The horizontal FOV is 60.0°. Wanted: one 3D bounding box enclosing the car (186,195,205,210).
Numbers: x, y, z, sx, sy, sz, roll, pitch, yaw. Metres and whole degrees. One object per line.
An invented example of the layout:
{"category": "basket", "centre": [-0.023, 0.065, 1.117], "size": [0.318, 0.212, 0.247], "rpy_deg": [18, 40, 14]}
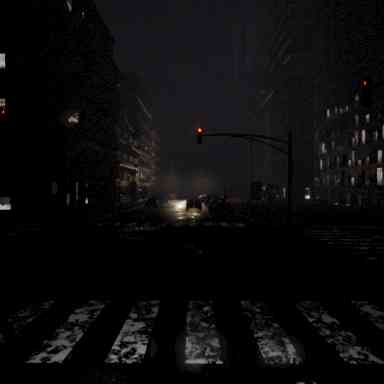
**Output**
{"category": "car", "centre": [0.232, 1.452, 42.096], "size": [2.128, 1.511, 4.902], "rpy_deg": [0, 0, 0]}

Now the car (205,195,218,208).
{"category": "car", "centre": [2.756, 1.410, 35.670], "size": [1.967, 1.590, 4.097], "rpy_deg": [-1, 0, 0]}

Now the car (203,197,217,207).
{"category": "car", "centre": [2.811, 1.490, 52.607], "size": [1.887, 1.381, 4.507], "rpy_deg": [-1, 0, 0]}

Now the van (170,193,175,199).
{"category": "van", "centre": [-5.467, 1.242, 75.186], "size": [1.690, 1.788, 3.998], "rpy_deg": [-1, 0, 0]}

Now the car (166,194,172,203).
{"category": "car", "centre": [-5.500, 1.469, 63.892], "size": [1.887, 1.381, 4.507], "rpy_deg": [-1, 0, 0]}

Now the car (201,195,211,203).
{"category": "car", "centre": [2.870, 1.353, 69.544], "size": [1.967, 1.590, 4.097], "rpy_deg": [-1, 0, 0]}

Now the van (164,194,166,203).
{"category": "van", "centre": [-5.539, 1.286, 52.601], "size": [1.690, 1.788, 3.998], "rpy_deg": [-1, 0, 0]}

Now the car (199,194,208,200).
{"category": "car", "centre": [2.955, 1.313, 86.482], "size": [1.967, 1.590, 4.097], "rpy_deg": [-1, 0, 0]}

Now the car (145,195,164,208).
{"category": "car", "centre": [-5.554, 1.520, 46.955], "size": [1.947, 1.339, 4.313], "rpy_deg": [-1, 0, 0]}

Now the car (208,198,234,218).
{"category": "car", "centre": [2.739, 1.522, 30.024], "size": [1.887, 1.381, 4.507], "rpy_deg": [-1, 0, 0]}

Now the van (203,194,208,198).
{"category": "van", "centre": [2.791, 1.295, 46.961], "size": [1.690, 1.788, 3.998], "rpy_deg": [-1, 0, 0]}
